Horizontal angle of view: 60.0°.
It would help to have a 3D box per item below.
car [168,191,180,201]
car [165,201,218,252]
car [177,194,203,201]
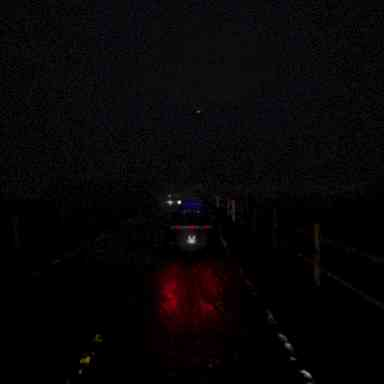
[{"bbox_3d":[-3.001,0.672,58.856,2.097,1.767,4.553,0,1,0],"label":"car"},{"bbox_3d":[0.000,1.344,13.222,2.128,1.511,4.902,0,1,0],"label":"car"},{"bbox_3d":[-0.047,1.145,29.444,1.882,1.535,5.008,0,1,0],"label":"car"}]
